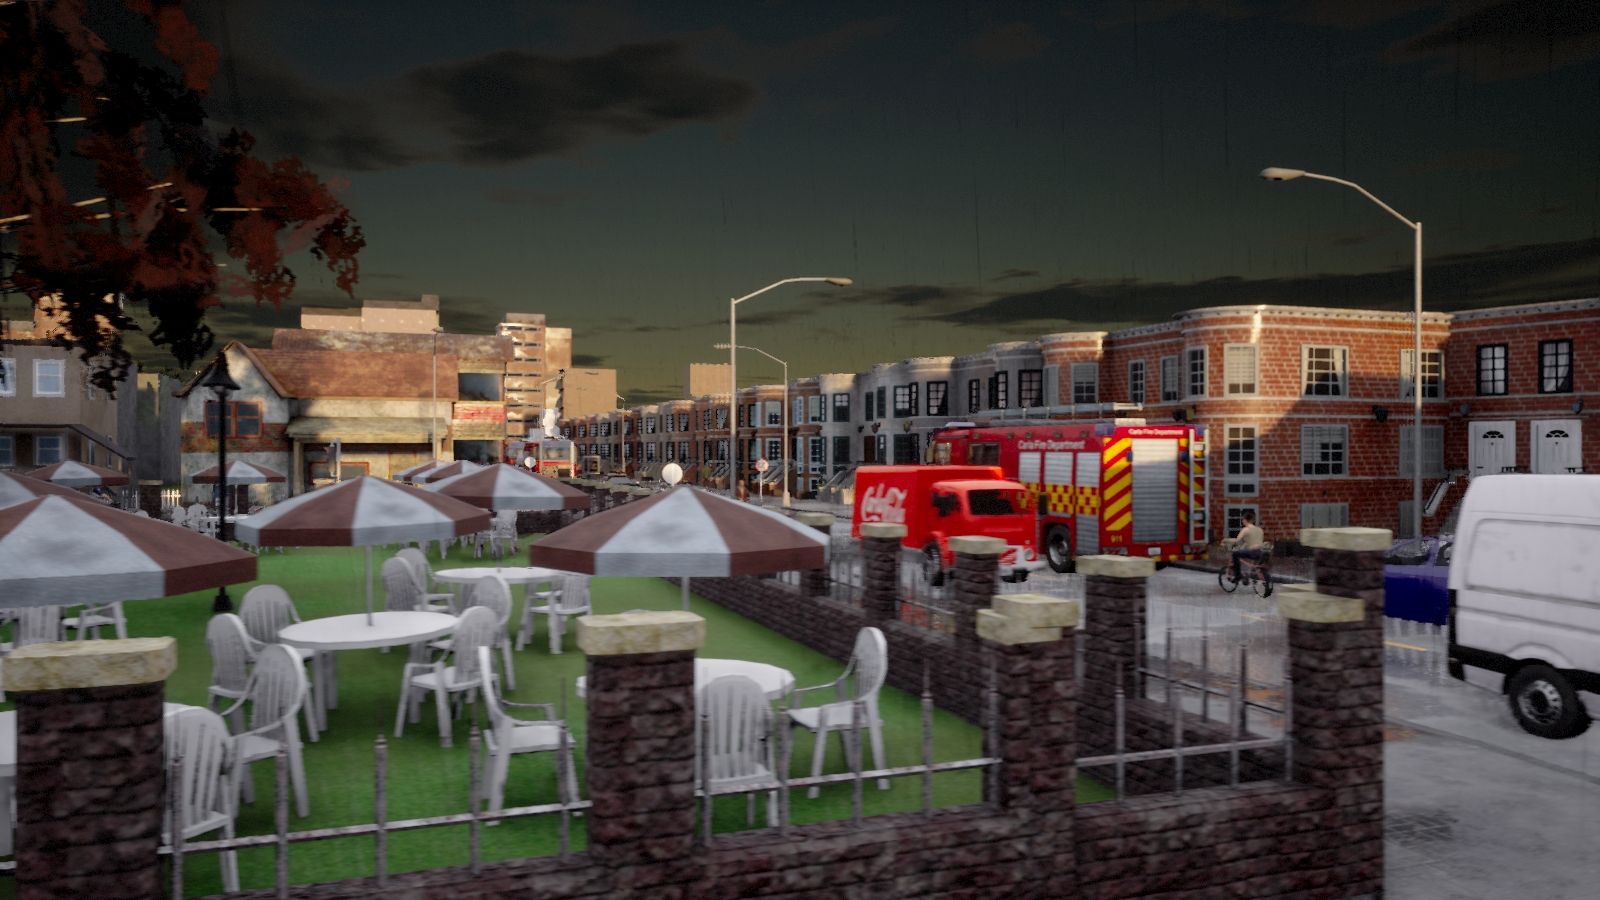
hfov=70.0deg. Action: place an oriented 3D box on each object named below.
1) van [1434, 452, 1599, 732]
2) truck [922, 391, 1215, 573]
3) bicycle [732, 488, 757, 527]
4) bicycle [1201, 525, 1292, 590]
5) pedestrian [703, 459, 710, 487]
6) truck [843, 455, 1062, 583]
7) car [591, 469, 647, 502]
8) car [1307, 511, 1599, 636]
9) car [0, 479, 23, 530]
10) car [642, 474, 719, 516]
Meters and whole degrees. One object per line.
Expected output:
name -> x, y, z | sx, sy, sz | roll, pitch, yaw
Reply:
van -> 8.635, 1.312, 9.738 | 1.988, 2.561, 5.915 | 0, 0, -17
truck -> 6.234, 0.669, 28.457 | 2.891, 3.827, 8.468 | 0, 0, -20
bicycle -> -1.906, 1.942, 38.986 | 0.329, 1.271, 1.835 | 0, -1, -20
bicycle -> 8.539, 2.034, 21.899 | 0.859, 1.080, 1.487 | 0, 0, -19
pedestrian -> -6.229, 1.532, 76.163 | 0.375, 1.860, 0.375 | 0, 0, -26
truck -> 3.159, 1.351, 25.065 | 2.627, 2.467, 5.204 | 0, 0, -20
car -> -9.545, 1.824, 59.850 | 2.038, 1.542, 4.974 | 0, 0, -19
car -> 9.991, 1.815, 17.752 | 1.845, 1.501, 3.633 | 0, 0, -20
car -> -28.192, 1.792, 37.599 | 3.988, 1.617, 1.851 | 0, 0, -20
car -> -5.064, 1.821, 47.627 | 2.038, 1.542, 4.974 | 0, 0, -20
